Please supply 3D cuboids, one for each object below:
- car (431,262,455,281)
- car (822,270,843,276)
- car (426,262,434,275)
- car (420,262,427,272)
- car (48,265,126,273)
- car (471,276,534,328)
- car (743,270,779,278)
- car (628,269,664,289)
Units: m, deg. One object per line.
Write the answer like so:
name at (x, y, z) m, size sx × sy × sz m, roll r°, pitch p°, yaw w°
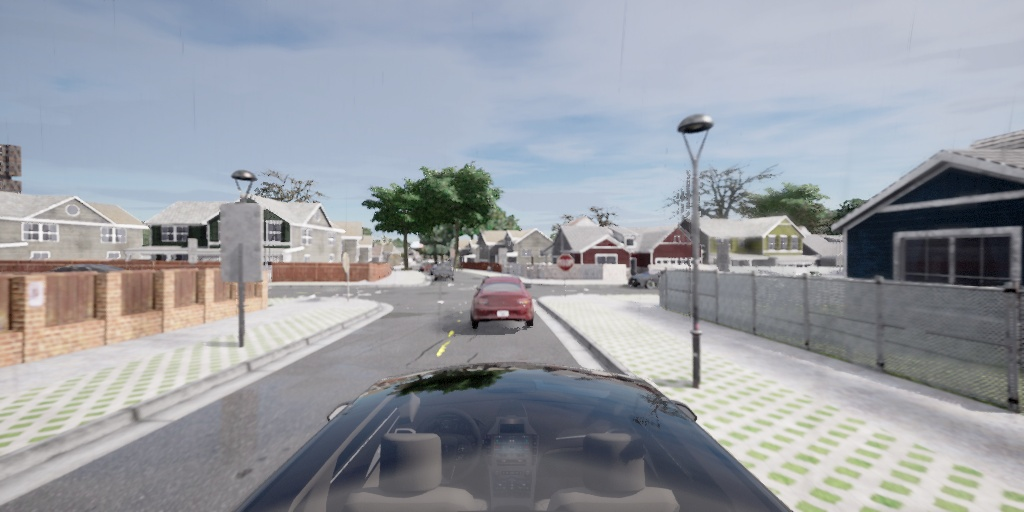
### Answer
car at (-6.687, 1.651, 35.127) m, size 1.837 × 1.490 × 4.892 m, roll 0°, pitch -1°, yaw -13°
car at (30.018, 1.946, 32.388) m, size 5.357 × 1.411 × 2.033 m, roll 1°, pitch 0°, yaw -18°
car at (-9.694, 1.834, 46.933) m, size 2.033 × 1.411 × 5.357 m, roll 0°, pitch -1°, yaw -17°
car at (-14.471, 1.810, 61.203) m, size 2.097 × 1.767 × 4.553 m, roll 0°, pitch 0°, yaw -20°
car at (-24.866, 1.252, 20.595) m, size 4.892 × 1.490 × 1.837 m, roll 1°, pitch 1°, yaw -6°
car at (-0.320, 1.389, 11.798) m, size 1.812 × 1.442 × 4.674 m, roll 0°, pitch -1°, yaw -2°
car at (20.133, 1.830, 29.343) m, size 4.181 × 1.385 × 1.994 m, roll 1°, pitch 0°, yaw -16°
car at (10.849, 1.711, 26.867) m, size 4.181 × 1.385 × 1.994 m, roll 1°, pitch 0°, yaw -15°
